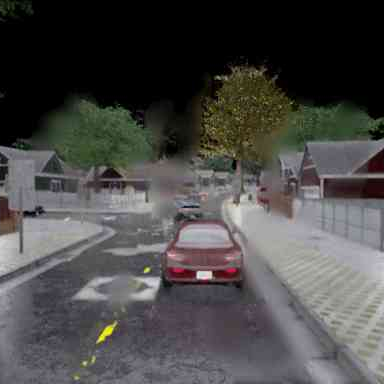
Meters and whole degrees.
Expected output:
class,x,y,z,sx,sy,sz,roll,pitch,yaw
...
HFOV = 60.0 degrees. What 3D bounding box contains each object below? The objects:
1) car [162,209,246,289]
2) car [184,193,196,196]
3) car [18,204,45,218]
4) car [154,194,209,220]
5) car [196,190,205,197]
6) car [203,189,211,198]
class,x,y,z,sx,sy,sz,roll,pitch,yaw
car,0.299,1.413,8.754,1.812,1.442,4.674,0,1,1
car,-1.069,1.004,35.591,1.837,1.490,4.892,0,1,7
car,-12.483,1.078,22.269,4.718,1.301,1.895,1,1,3
car,-0.981,1.181,21.849,2.128,1.511,4.902,1,1,-24
car,0.308,0.798,48.223,2.033,1.411,5.357,0,1,7
car,2.380,0.307,62.606,2.097,1.767,4.553,0,1,9
